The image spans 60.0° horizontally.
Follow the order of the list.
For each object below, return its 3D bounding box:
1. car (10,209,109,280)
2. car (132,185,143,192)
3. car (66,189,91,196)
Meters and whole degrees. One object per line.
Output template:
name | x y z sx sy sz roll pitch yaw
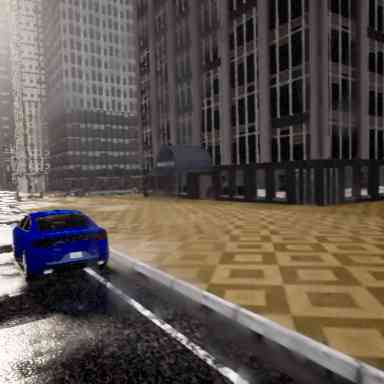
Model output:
car | -3.953 1.236 9.522 1.882 1.535 5.008 -4 3 -33
car | -12.517 -0.953 80.548 4.097 1.590 1.967 -3 3 -34
car | -21.845 0.139 64.085 4.403 1.369 2.008 -3 3 -34
